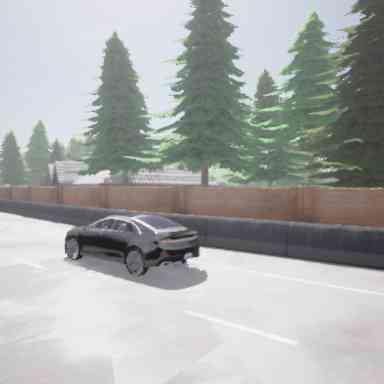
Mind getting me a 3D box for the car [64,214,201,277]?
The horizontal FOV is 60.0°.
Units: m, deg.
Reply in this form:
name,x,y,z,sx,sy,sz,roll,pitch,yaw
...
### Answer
name,x,y,z,sx,sy,sz,roll,pitch,yaw
car,-1.984,1.413,10.105,4.902,1.511,2.128,1,0,39
